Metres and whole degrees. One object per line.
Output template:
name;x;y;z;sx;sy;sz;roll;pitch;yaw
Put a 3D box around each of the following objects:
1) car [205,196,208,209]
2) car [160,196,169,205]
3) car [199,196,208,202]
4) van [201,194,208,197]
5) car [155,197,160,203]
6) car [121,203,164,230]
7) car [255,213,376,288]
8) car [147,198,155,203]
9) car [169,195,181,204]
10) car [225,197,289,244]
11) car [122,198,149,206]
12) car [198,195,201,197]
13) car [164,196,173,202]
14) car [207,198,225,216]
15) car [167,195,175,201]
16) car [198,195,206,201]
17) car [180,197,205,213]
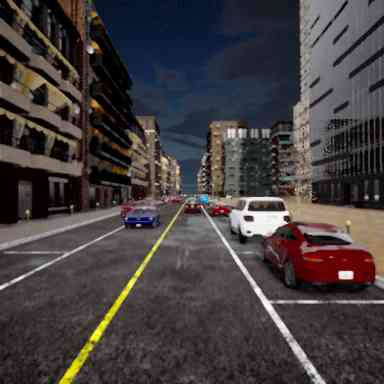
car;2.717;1.595;43.180;2.008;1.369;4.403;1;0;0
car;-5.658;1.645;59.894;1.802;1.307;4.206;1;0;0
car;2.815;1.634;82.878;1.887;1.381;4.507;1;0;0
van;2.758;1.421;74.417;1.690;1.788;3.998;1;0;0
car;-5.662;1.485;43.184;1.967;1.590;4.097;1;0;0
car;-3.093;1.622;21.484;1.895;1.301;4.718;0;0;0
car;3.151;1.534;9.110;1.812;1.442;4.674;0;0;0
car;-5.666;1.604;37.615;1.947;1.339;4.313;1;0;0
car;-2.976;1.735;65.390;1.895;1.301;4.718;0;0;0
car;3.112;1.244;16.141;2.150;2.045;5.566;0;0;0
car;-5.667;1.577;32.045;1.887;1.381;4.507;1;0;0
car;0.054;1.577;49.467;1.812;1.442;4.674;0;0;0
car;-5.729;1.671;82.172;1.802;1.307;4.206;1;0;0
car;2.713;1.577;32.040;1.887;1.381;4.507;1;0;0
car;-5.774;1.540;91.076;1.967;1.590;4.097;1;0;0
car;2.864;1.653;93.309;2.008;1.369;4.403;1;0;0
car;0.099;1.586;37.726;2.033;1.411;5.357;0;0;1
